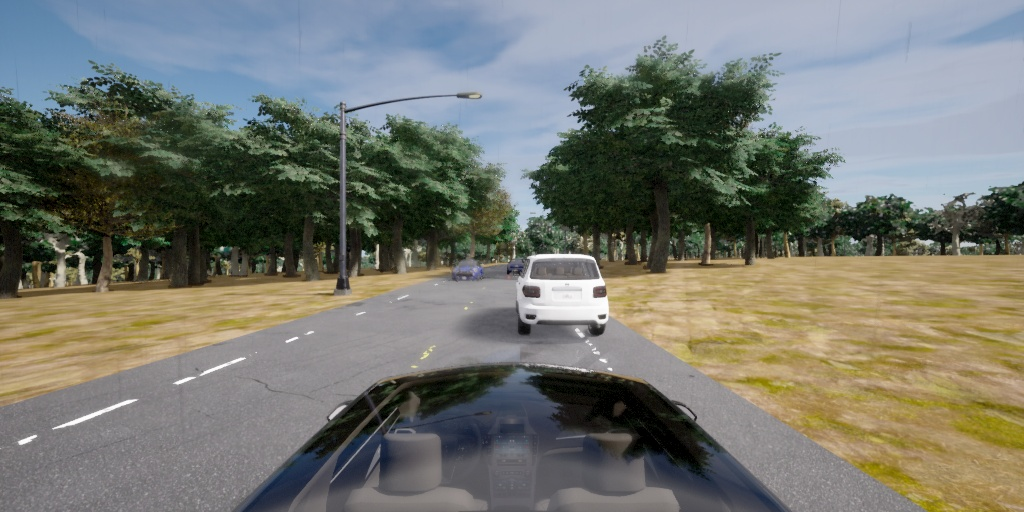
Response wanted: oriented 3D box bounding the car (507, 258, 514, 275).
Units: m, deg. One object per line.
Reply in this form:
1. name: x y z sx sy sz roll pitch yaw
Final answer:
1. car: 0.623 1.030 39.159 2.097 1.767 4.553 0 0 4

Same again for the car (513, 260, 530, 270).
1. car: 1.385 1.226 49.313 1.895 1.301 4.718 0 0 7

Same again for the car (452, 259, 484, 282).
1. car: -3.473 1.070 28.893 2.097 1.767 4.553 0 0 1

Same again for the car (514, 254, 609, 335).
1. car: 1.226 0.972 10.648 2.150 2.045 5.566 0 0 0
